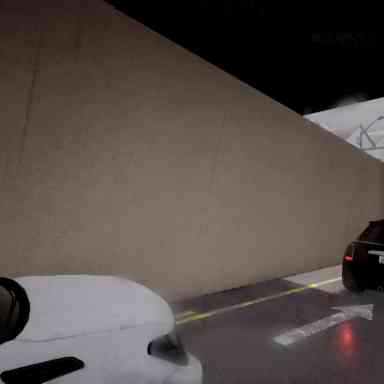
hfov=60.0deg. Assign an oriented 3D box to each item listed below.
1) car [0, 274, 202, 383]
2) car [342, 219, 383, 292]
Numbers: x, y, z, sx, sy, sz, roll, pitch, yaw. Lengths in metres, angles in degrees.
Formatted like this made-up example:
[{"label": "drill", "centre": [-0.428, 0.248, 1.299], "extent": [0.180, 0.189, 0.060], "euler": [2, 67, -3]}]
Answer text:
[{"label": "car", "centre": [-2.573, 1.221, 1.953], "extent": [5.566, 2.045, 2.150], "euler": [0, 0, -35]}, {"label": "car", "centre": [5.521, 1.352, 7.702], "extent": [4.553, 1.767, 2.097], "euler": [0, 0, -36]}]
